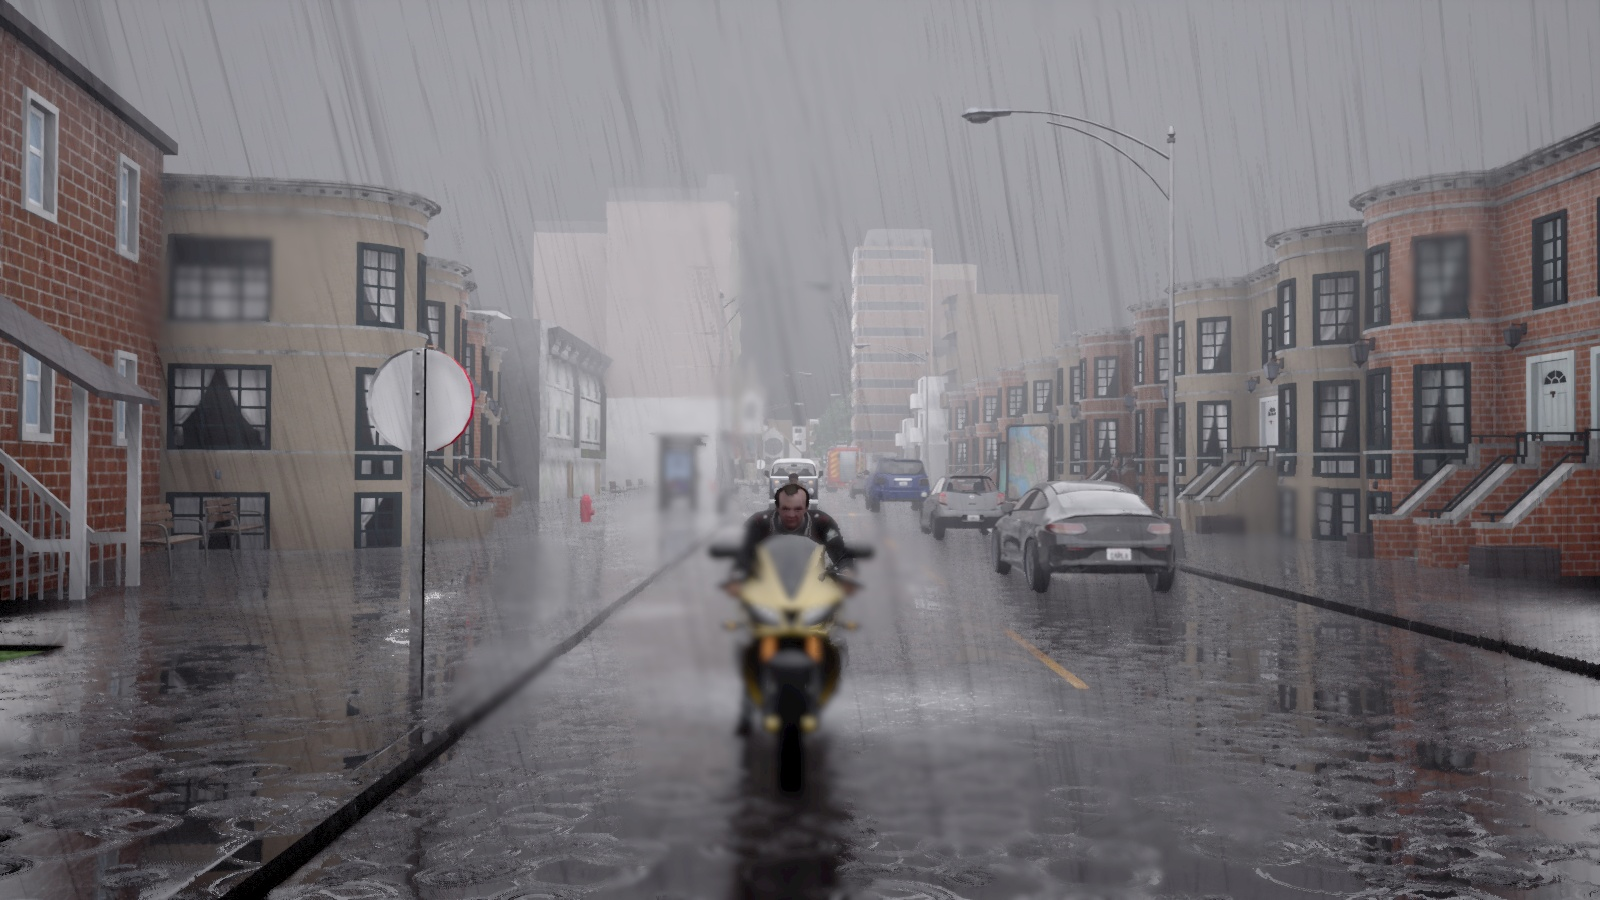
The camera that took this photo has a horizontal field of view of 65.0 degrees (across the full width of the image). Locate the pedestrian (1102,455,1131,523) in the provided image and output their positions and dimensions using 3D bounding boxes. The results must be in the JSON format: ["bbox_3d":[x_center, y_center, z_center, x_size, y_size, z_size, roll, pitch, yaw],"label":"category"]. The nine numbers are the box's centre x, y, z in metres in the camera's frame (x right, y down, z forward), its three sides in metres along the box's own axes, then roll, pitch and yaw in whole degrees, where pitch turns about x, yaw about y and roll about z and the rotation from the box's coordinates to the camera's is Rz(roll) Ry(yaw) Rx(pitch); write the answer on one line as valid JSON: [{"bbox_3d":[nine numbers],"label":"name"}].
[{"bbox_3d":[8.727,1.069,34.625,0.376,1.854,0.720,0,-1,-30],"label":"pedestrian"}]

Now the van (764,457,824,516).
[{"bbox_3d":[-0.213,1.300,45.445,2.069,2.038,4.480,0,-1,0],"label":"van"}]

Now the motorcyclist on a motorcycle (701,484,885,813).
[{"bbox_3d":[-0.038,0.968,7.051,0.866,1.530,2.191,0,-1,0],"label":"motorcyclist on a motorcycle"}]

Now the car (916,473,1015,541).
[{"bbox_3d":[3.859,1.314,29.882,1.845,1.501,3.633,0,-1,0],"label":"car"}]

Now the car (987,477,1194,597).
[{"bbox_3d":[3.914,1.122,17.752,1.812,1.442,4.674,0,-1,0],"label":"car"}]

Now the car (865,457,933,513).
[{"bbox_3d":[3.773,1.334,48.684,2.150,2.045,5.566,0,-1,0],"label":"car"}]

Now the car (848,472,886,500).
[{"bbox_3d":[3.679,1.977,69.426,1.845,1.501,3.633,0,-1,0],"label":"car"}]

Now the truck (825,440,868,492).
[{"bbox_3d":[3.508,1.258,96.825,2.891,3.827,8.468,0,-1,0],"label":"truck"}]
